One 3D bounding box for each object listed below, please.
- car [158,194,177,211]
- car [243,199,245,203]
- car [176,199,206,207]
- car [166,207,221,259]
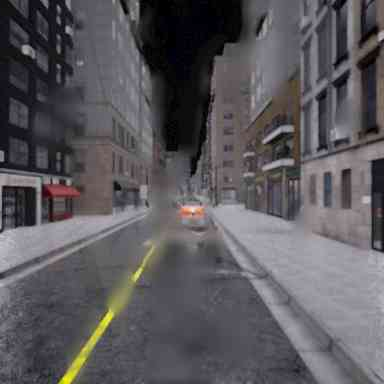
[{"bbox_3d":[-3.089,1.338,42.631,2.150,2.045,5.566,0,0,0],"label":"car"},{"bbox_3d":[12.101,1.600,64.578,4.507,1.381,1.887,-1,0,0],"label":"car"},{"bbox_3d":[0.052,1.429,27.644,2.097,1.767,4.553,0,0,0],"label":"car"},{"bbox_3d":[0.059,1.529,12.740,2.128,1.511,4.902,0,0,0],"label":"car"}]
